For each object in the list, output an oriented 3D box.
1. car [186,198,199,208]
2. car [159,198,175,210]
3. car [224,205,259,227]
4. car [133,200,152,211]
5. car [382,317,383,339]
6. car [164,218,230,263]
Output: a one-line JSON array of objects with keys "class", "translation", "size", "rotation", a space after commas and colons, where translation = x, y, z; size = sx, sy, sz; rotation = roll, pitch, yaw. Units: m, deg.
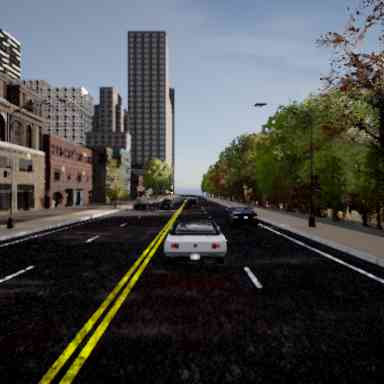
[{"class": "car", "translation": [0.092, 1.674, 50.287], "size": [1.837, 1.490, 4.892], "rotation": [0, -1, 0]}, {"class": "car", "translation": [-3.328, 1.662, 45.371], "size": [1.837, 1.490, 4.892], "rotation": [0, -1, 0]}, {"class": "car", "translation": [3.346, 1.629, 23.159], "size": [2.033, 1.411, 5.357], "rotation": [0, 0, 0]}, {"class": "car", "translation": [-6.584, 1.753, 44.271], "size": [1.895, 1.301, 4.718], "rotation": [0, 0, 0]}, {"class": "car", "translation": [3.349, 1.486, 2.219], "size": [1.882, 1.535, 5.008], "rotation": [0, 0, 0]}, {"class": "car", "translation": [0.098, 1.644, 12.091], "size": [1.895, 1.301, 4.718], "rotation": [0, 0, 0]}]
